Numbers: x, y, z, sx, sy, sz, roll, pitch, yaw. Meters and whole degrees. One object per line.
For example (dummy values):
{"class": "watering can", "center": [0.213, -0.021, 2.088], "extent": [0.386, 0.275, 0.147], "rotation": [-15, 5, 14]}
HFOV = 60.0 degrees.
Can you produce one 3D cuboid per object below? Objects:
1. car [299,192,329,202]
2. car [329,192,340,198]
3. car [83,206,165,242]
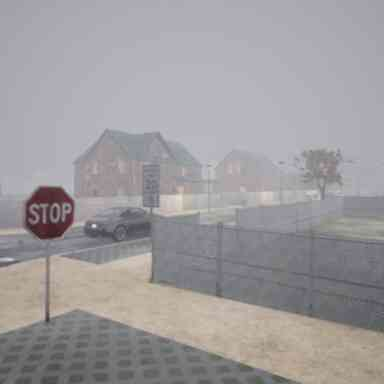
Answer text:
{"class": "car", "center": [14.721, 0.956, 40.468], "extent": [1.895, 1.301, 4.718], "rotation": [1, 1, 36]}
{"class": "car", "center": [20.309, 0.725, 48.424], "extent": [1.837, 1.490, 4.892], "rotation": [1, 1, 35]}
{"class": "car", "center": [-2.959, 1.367, 15.641], "extent": [1.994, 1.385, 4.181], "rotation": [1, 1, 35]}
